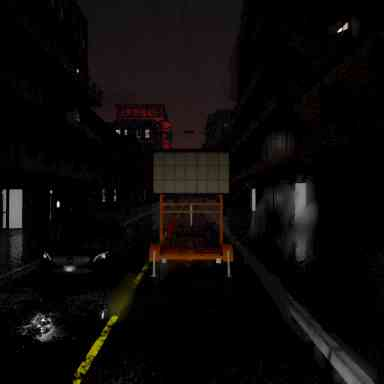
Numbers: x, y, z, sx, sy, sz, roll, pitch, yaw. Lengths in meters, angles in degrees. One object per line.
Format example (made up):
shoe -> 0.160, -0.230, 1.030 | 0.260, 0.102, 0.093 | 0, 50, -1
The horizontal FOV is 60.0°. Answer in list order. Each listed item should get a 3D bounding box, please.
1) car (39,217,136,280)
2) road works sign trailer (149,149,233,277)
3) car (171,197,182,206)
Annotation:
car -> -2.874, 1.538, 10.126 | 1.812, 1.442, 4.674 | 0, 0, 0
road works sign trailer -> -0.022, 0.477, 10.257 | 2.380, 3.560, 2.880 | 0, 0, 0
car -> -2.885, 1.723, 62.749 | 1.882, 1.535, 5.008 | 0, 0, 0
